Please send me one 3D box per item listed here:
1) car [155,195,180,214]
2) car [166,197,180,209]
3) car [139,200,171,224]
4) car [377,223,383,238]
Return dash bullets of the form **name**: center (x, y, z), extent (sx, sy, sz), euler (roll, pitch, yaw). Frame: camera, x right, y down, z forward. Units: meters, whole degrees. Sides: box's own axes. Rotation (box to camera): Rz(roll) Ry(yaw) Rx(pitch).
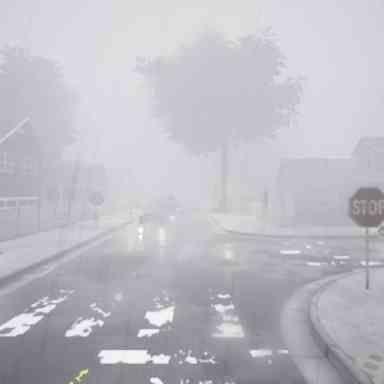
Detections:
- **car**: center (-2.869, 1.344, 37.106), extent (2.150, 2.045, 5.566), euler (0, 0, 0)
- **car**: center (-2.853, 1.642, 50.986), extent (1.882, 1.535, 5.008), euler (0, 0, 0)
- **car**: center (-2.863, 1.611, 25.463), extent (1.812, 1.442, 4.674), euler (0, 0, 0)
- **car**: center (10.459, 1.376, 13.873), extent (5.008, 1.535, 1.882), euler (-1, 0, 1)
